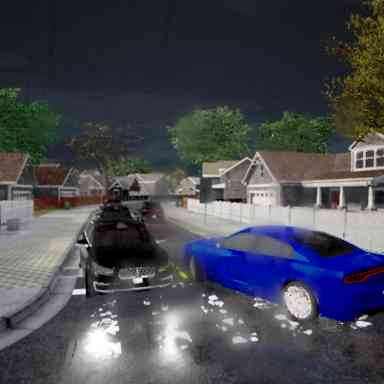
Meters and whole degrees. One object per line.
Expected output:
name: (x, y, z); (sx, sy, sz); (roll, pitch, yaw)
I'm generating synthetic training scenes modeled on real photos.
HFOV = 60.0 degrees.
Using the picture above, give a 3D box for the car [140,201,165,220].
car: (-3.343, 1.509, 26.162); (1.837, 1.490, 4.892); (0, 0, -15)

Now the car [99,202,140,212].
car: (-4.114, 1.495, 17.989); (1.837, 1.490, 4.892); (0, 0, -15)

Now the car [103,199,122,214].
car: (-8.659, 1.516, 36.583); (1.812, 1.442, 4.674); (0, 0, -10)

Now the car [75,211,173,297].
car: (-1.957, 1.494, 8.822); (1.837, 1.490, 4.892); (0, 0, -22)

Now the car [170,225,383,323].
car: (1.730, 1.486, 7.430); (1.882, 1.535, 5.008); (-2, 2, -36)

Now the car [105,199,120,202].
car: (-6.426, 1.481, 26.962); (2.128, 1.511, 4.902); (0, 0, -14)
